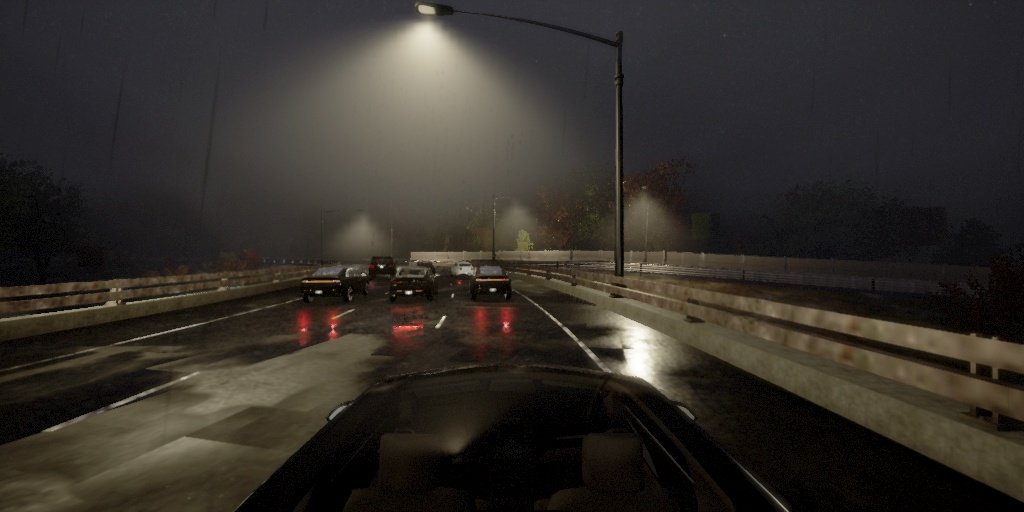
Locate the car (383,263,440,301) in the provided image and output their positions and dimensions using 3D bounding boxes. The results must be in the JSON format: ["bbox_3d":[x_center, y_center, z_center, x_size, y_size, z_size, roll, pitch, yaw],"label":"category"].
[{"bbox_3d":[-4.631,1.264,17.280,1.837,1.490,4.892,0,0,-8],"label":"car"}]

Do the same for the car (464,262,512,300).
[{"bbox_3d":[-1.167,1.243,17.780,2.128,1.511,4.902,0,0,-8],"label":"car"}]

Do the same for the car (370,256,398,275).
[{"bbox_3d":[-11.344,1.006,31.698,2.150,2.045,5.566,0,0,-16],"label":"car"}]

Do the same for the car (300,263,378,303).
[{"bbox_3d":[-8.095,1.243,16.781,2.128,1.511,4.902,0,0,-8],"label":"car"}]

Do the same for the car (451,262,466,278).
[{"bbox_3d":[-4.619,1.281,33.640,1.812,1.442,4.674,0,0,-16],"label":"car"}]
